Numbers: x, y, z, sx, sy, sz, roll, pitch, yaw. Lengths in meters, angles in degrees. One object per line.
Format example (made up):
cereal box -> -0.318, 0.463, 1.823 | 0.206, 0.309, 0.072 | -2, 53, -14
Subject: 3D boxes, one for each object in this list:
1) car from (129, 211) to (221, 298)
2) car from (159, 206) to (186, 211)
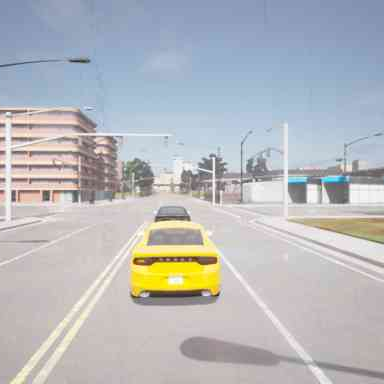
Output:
car -> -0.437, 1.478, 8.594 | 1.882, 1.535, 5.008 | 0, 0, -3
car -> -1.068, 1.478, 18.154 | 1.882, 1.535, 5.008 | 0, 0, -4
